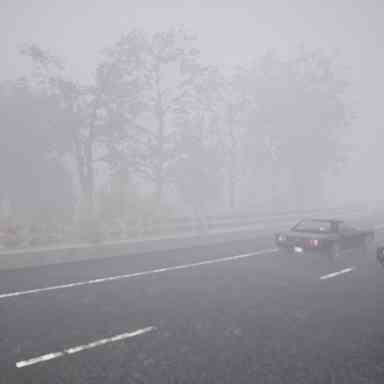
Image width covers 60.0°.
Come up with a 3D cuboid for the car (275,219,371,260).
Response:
[{"bbox_3d":[5.283,1.690,12.834,4.718,1.301,1.895,0,0,-42],"label":"car"}]

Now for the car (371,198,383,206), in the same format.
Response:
[{"bbox_3d":[37.300,1.979,66.302,2.033,1.411,5.357,0,0,11],"label":"car"}]

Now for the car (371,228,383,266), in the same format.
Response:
[{"bbox_3d":[7.363,1.675,9.994,4.718,1.301,1.895,0,0,-42],"label":"car"}]
